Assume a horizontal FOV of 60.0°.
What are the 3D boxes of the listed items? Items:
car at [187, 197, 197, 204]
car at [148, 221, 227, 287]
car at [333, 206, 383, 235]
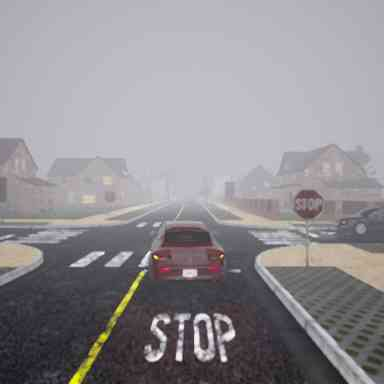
[{"bbox_3d":[0.034,1.792,70.505,2.033,1.411,5.357,0,0,0],"label":"car"},{"bbox_3d":[-0.202,1.528,9.225,1.812,1.442,4.674,0,0,-4],"label":"car"},{"bbox_3d":[10.478,1.576,18.616,4.892,1.490,1.837,0,0,0],"label":"car"}]
